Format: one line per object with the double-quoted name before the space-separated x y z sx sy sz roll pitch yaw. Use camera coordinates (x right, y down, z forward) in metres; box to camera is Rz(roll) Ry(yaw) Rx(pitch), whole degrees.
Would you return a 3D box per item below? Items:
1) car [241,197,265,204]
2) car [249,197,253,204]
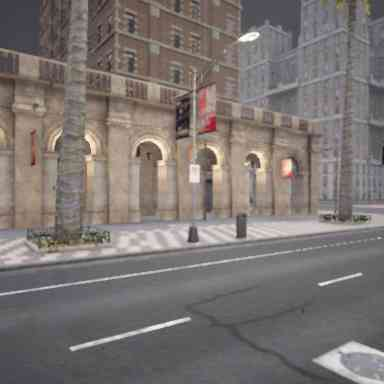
"car" 13.348 1.870 72.769 2.128 1.511 4.902 1 0 -37
"car" 10.532 1.812 70.691 1.837 1.490 4.892 1 0 -37
